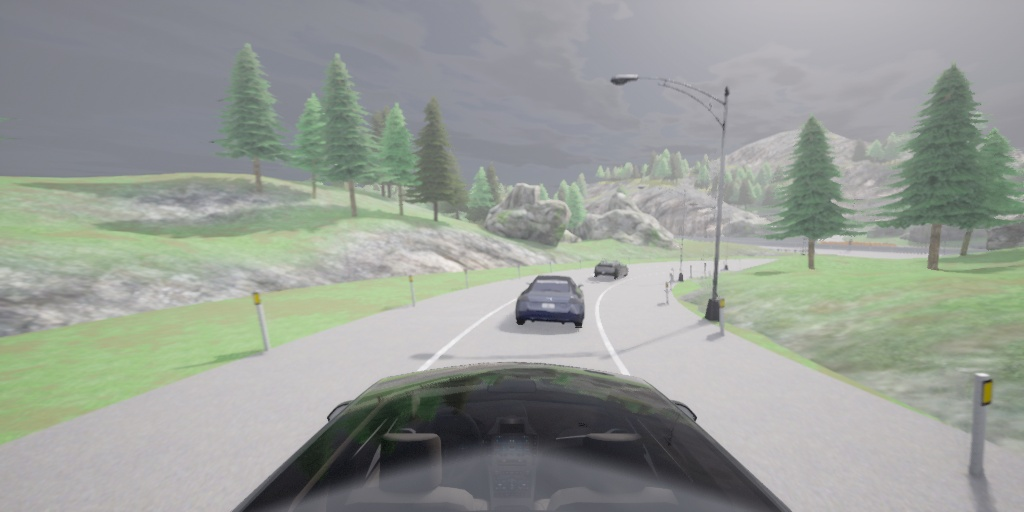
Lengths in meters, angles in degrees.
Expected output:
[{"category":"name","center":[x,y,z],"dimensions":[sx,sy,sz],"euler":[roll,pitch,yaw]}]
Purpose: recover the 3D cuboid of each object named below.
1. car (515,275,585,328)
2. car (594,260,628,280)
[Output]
[{"category":"car","center":[1.360,1.314,11.685],"dimensions":[1.994,1.385,4.181],"euler":[1,0,11]},{"category":"car","center":[8.235,1.056,29.503],"dimensions":[2.128,1.511,4.902],"euler":[4,3,30]}]
